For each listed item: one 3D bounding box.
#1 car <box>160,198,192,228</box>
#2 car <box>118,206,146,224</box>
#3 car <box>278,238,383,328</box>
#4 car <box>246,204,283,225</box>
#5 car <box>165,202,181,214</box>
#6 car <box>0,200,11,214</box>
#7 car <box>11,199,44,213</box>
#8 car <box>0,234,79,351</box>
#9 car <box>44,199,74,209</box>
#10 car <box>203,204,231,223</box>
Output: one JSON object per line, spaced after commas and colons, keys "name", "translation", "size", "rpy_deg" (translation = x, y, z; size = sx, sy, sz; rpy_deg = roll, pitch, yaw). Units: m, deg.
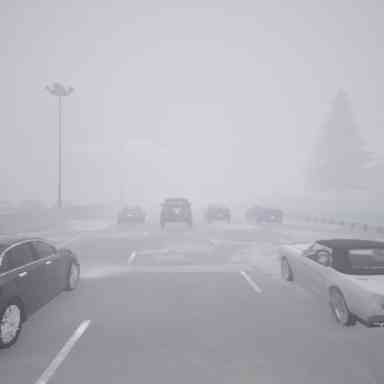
{"name": "car", "translation": [-1.186, 1.445, 24.501], "size": [2.150, 2.045, 5.566], "rpy_deg": [0, -1, -4]}
{"name": "car", "translation": [-4.905, 1.816, 27.509], "size": [1.994, 1.385, 4.181], "rpy_deg": [0, -1, -4]}
{"name": "car", "translation": [3.370, 1.665, 7.118], "size": [1.895, 1.301, 4.718], "rpy_deg": [0, -1, -2]}
{"name": "car", "translation": [5.681, 1.718, 26.627], "size": [1.882, 1.535, 5.008], "rpy_deg": [0, -1, -4]}
{"name": "car", "translation": [-2.461, 1.992, 42.876], "size": [1.895, 1.301, 4.718], "rpy_deg": [0, -1, -4]}
{"name": "car", "translation": [-23.559, 1.733, 41.084], "size": [2.097, 1.767, 4.553], "rpy_deg": [0, 0, -4]}
{"name": "car", "translation": [-20.068, 1.734, 41.336], "size": [2.097, 1.767, 4.553], "rpy_deg": [0, 0, -4]}
{"name": "car", "translation": [-3.611, 1.563, 6.251], "size": [1.837, 1.490, 4.892], "rpy_deg": [0, -1, -2]}
{"name": "car", "translation": [-16.628, 1.742, 42.396], "size": [2.097, 1.767, 4.553], "rpy_deg": [0, 0, -4]}
{"name": "car", "translation": [2.047, 1.736, 28.459], "size": [1.882, 1.535, 5.008], "rpy_deg": [0, -1, -4]}
